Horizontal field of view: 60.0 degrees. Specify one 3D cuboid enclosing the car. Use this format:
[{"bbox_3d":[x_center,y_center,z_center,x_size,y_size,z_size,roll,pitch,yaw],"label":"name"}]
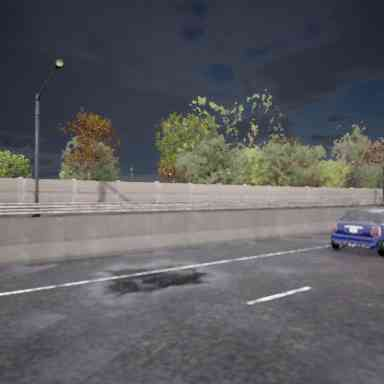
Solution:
[{"bbox_3d":[7.800,1.489,13.735,4.553,1.767,2.097,1,-1,-35],"label":"car"}]
